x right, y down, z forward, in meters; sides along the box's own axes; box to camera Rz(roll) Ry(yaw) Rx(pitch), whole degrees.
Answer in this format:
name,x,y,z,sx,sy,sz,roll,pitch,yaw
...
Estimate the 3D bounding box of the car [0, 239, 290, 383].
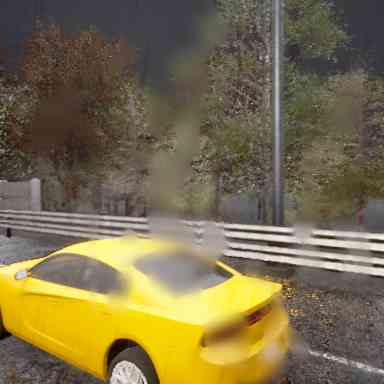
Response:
name,x,y,z,sx,sy,sz,roll,pitch,yaw
car,-1.181,1.426,4.783,5.008,1.535,1.882,0,0,37
